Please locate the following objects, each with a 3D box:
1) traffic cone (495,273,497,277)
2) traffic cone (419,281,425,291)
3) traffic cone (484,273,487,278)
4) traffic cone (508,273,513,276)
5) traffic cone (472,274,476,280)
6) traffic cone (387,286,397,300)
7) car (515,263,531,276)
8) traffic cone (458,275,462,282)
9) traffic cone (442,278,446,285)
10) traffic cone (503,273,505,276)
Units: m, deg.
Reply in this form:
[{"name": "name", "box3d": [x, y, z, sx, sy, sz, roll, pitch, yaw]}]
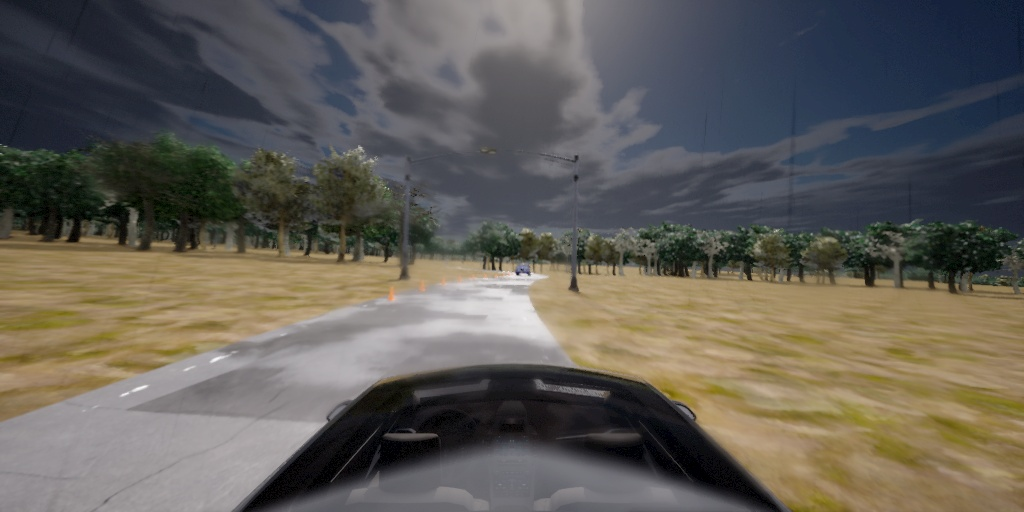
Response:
[{"name": "traffic cone", "box3d": [-2.052, 2.430, 46.291, 0.340, 0.580, 0.340, 0, 0, 12]}, {"name": "traffic cone", "box3d": [-5.250, 1.730, 21.050, 0.340, 0.580, 0.340, 0, 0, 2]}, {"name": "traffic cone", "box3d": [-3.056, 2.250, 41.304, 0.340, 0.580, 0.340, 0, 0, 10]}, {"name": "traffic cone", "box3d": [-0.449, 2.773, 55.886, 0.340, 0.580, 0.340, 0, 0, 7]}, {"name": "traffic cone", "box3d": [-3.880, 2.088, 36.275, 0.340, 0.580, 0.340, 0, 0, 8]}, {"name": "traffic cone", "box3d": [-5.337, 1.654, 15.951, 0.340, 0.580, 0.340, 0, 0, 0]}, {"name": "car", "box3d": [1.793, 2.136, 57.034, 2.150, 2.045, 5.566, 2, -2, 6]}, {"name": "traffic cone", "box3d": [-4.522, 1.947, 31.218, 0.340, 0.580, 0.340, 0, 0, 6]}, {"name": "traffic cone", "box3d": [-4.978, 1.828, 26.141, 0.340, 0.580, 0.340, 0, 0, 4]}, {"name": "traffic cone", "box3d": [-1.134, 2.603, 51.069, 0.340, 0.580, 0.340, 0, 0, 10]}]
